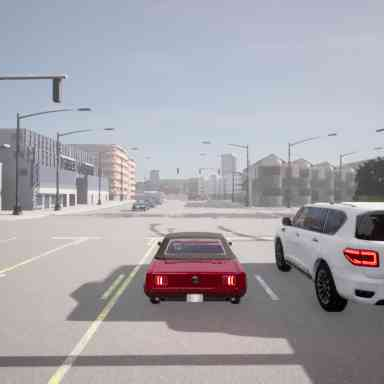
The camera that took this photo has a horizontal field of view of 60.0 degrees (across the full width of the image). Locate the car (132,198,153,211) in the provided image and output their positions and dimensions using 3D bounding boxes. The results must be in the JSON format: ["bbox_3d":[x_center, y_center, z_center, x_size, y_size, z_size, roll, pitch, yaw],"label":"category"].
[{"bbox_3d":[-7.088,1.854,46.002,2.128,1.511,4.902,0,0,0],"label":"car"}]

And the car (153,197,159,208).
[{"bbox_3d":[-7.072,1.938,55.343,1.812,1.442,4.674,0,0,0],"label":"car"}]

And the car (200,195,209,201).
[{"bbox_3d":[3.520,1.521,89.196,2.097,1.767,4.553,0,-1,0],"label":"car"}]

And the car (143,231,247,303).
[{"bbox_3d":[0.071,1.617,8.168,1.895,1.301,4.718,0,0,0],"label":"car"}]

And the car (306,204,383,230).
[{"bbox_3d":[10.181,1.598,21.606,4.892,1.490,1.837,0,0,4],"label":"car"}]

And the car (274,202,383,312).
[{"bbox_3d":[3.565,1.234,7.875,2.150,2.045,5.566,0,0,0],"label":"car"}]

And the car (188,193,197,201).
[{"bbox_3d":[0.020,1.387,88.843,2.150,2.045,5.566,0,-1,0],"label":"car"}]

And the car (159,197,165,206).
[{"bbox_3d":[-7.023,1.706,65.170,2.097,1.767,4.553,0,1,0],"label":"car"}]
